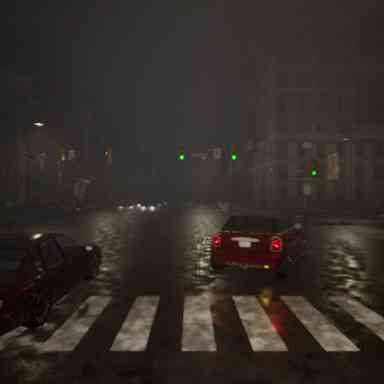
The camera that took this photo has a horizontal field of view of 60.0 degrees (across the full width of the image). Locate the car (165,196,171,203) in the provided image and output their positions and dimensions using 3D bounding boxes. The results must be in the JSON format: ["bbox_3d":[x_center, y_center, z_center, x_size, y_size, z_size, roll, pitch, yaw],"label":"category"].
[{"bbox_3d":[-6.147,1.668,75.890,1.812,1.442,4.674,0,0,10],"label":"car"}]

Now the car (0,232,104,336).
[{"bbox_3d":[-3.403,1.561,6.939,2.033,1.411,5.357,0,0,0],"label":"car"}]

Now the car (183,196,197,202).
[{"bbox_3d":[-0.421,1.697,83.158,2.033,1.411,5.357,0,0,22],"label":"car"}]

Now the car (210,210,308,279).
[{"bbox_3d":[2.283,1.372,10.517,2.097,1.767,4.553,0,0,26],"label":"car"}]

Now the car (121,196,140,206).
[{"bbox_3d":[-10.499,1.457,55.493,2.097,1.767,4.553,0,0,0],"label":"car"}]

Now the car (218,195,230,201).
[{"bbox_3d":[8.667,1.674,92.083,1.837,1.490,4.892,0,0,41],"label":"car"}]

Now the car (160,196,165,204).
[{"bbox_3d":[-6.999,1.602,65.814,1.882,1.535,5.008,0,0,0],"label":"car"}]

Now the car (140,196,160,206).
[{"bbox_3d":[-6.999,1.707,55.700,1.895,1.301,4.718,0,0,0],"label":"car"}]

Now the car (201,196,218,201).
[{"bbox_3d":[4.500,1.770,92.333,1.895,1.301,4.718,0,0,38],"label":"car"}]

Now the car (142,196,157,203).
[{"bbox_3d":[-9.683,1.669,76.023,2.128,1.511,4.902,0,0,10],"label":"car"}]
